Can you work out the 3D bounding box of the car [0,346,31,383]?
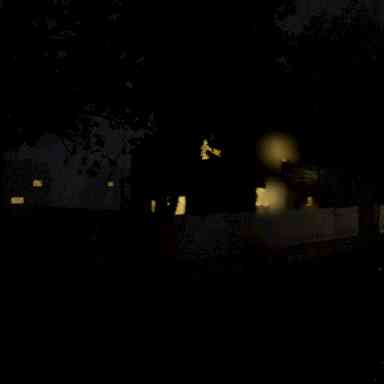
[{"bbox_3d":[-3.168,1.547,0.811,5.357,1.411,2.033,0,0,-35],"label":"car"}]
